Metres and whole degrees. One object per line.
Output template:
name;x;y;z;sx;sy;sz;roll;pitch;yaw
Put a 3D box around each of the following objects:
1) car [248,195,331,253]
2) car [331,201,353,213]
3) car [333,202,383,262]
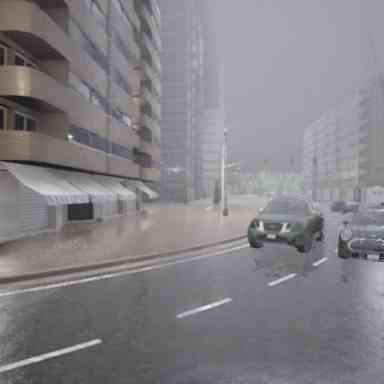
car;4.333;1.284;14.523;2.150;2.045;5.566;1;0;31
car;17.152;1.710;37.256;1.812;1.442;4.674;0;0;0
car;6.721;1.416;12.103;2.097;1.767;4.553;0;0;32
